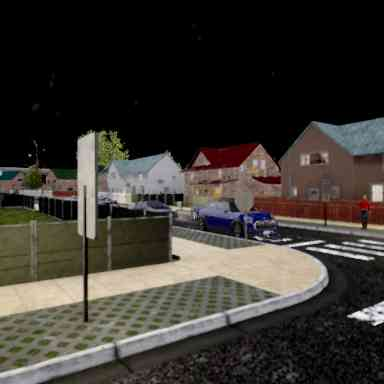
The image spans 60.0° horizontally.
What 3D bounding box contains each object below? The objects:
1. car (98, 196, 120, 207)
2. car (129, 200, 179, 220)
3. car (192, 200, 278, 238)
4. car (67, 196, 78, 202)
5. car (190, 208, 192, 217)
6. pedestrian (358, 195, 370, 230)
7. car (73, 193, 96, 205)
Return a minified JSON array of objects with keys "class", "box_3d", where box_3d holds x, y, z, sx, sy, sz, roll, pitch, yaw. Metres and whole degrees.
[{"class":"car","box_3d":[-8.798,1.165,33.436,2.128,1.511,4.902,0,1,-34]},{"class":"car","box_3d":[-3.070,1.328,24.963,2.033,1.411,5.357,0,1,-34]},{"class":"car","box_3d":[2.225,1.229,17.008,2.097,1.767,4.553,0,1,-32]},{"class":"car","box_3d":[-14.383,1.131,41.725,1.994,1.385,4.181,0,1,-34]},{"class":"car","box_3d":[1.795,1.296,23.086,1.882,1.535,5.008,0,1,-34]},{"class":"pedestrian","box_3d":[9.070,1.042,17.495,0.375,1.860,0.375,1,0,-34]},{"class":"car","box_3d":[-16.009,0.962,49.323,1.882,1.535,5.008,0,1,-34]}]
